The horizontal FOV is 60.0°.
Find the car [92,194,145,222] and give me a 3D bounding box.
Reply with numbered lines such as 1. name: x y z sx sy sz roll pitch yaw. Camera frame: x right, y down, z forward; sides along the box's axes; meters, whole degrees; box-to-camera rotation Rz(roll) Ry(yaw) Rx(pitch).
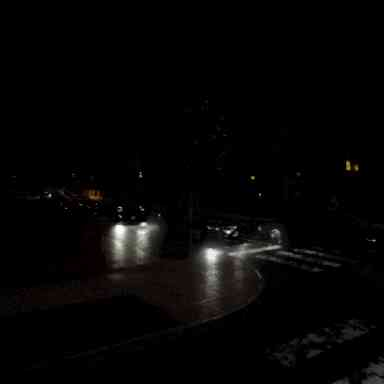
1. car: -5.108 1.069 23.569 2.097 1.767 4.553 -1 2 -35

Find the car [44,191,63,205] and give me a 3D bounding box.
1. car: -16.244 0.881 39.783 2.033 1.411 5.357 -1 1 -34

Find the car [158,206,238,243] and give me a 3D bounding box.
1. car: 0.128 1.407 16.046 1.837 1.490 4.892 -1 2 -36

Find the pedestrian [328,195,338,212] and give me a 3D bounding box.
1. pedestrian: 6.938 1.057 16.416 0.375 1.860 0.375 1 0 -35

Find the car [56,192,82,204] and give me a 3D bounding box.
1. car: -17.140 0.742 46.223 2.033 1.411 5.357 -1 1 -35

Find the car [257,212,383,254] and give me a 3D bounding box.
1. car: 5.395 1.522 13.523 5.357 1.411 2.033 1 2 39

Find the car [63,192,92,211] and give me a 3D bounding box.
1. car: -10.366 1.060 31.215 1.812 1.442 4.674 -1 2 -34

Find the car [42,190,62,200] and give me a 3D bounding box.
1. car: -23.171 0.492 54.941 2.128 1.511 4.902 -1 1 -35
